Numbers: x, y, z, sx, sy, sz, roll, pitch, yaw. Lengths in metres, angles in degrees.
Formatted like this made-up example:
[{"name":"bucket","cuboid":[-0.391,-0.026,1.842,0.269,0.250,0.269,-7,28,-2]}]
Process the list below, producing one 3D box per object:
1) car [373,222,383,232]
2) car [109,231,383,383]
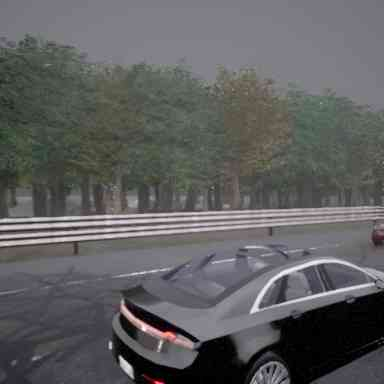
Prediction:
[{"name":"car","cuboid":[9.737,1.657,14.514,4.181,1.385,1.994,0,0,-33]},{"name":"car","cuboid":[1.346,1.509,4.648,4.902,1.511,2.128,0,0,-35]}]
